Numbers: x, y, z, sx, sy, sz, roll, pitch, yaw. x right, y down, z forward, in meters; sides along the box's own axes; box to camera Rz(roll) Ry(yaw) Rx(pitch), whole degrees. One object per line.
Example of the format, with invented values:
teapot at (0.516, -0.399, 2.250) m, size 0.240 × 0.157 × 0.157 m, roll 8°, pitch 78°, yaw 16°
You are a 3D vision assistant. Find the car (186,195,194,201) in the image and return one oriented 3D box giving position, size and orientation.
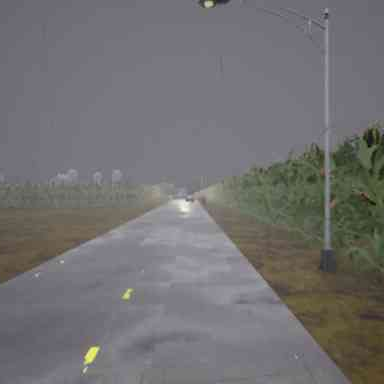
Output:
car at (-0.481, 1.469, 78.903) m, size 1.812 × 1.442 × 4.674 m, roll 0°, pitch 0°, yaw 0°

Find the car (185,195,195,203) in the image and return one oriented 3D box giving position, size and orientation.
car at (-0.417, 1.490, 68.479) m, size 1.882 × 1.535 × 5.008 m, roll 0°, pitch 0°, yaw 0°
